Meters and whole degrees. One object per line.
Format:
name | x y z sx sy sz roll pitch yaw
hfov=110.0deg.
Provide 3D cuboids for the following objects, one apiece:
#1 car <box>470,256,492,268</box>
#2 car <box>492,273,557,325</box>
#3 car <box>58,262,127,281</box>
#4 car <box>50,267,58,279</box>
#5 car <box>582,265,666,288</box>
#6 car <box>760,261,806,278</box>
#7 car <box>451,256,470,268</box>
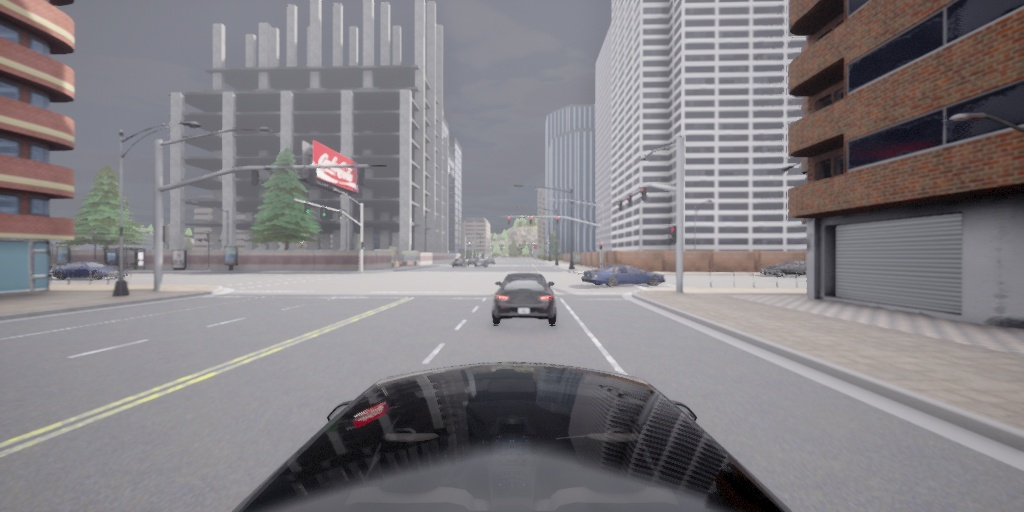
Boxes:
car | -5.018 1.147 58.068 2.128 1.511 4.902 0 0 3
car | 0.404 1.261 11.607 1.812 1.442 4.674 0 0 2
car | -33.541 1.176 28.509 4.674 1.442 1.812 0 0 2
car | -35.177 1.216 25.059 4.181 1.385 1.994 0 0 2
car | 7.298 1.277 23.449 5.357 1.411 2.033 0 0 -15
car | 26.153 1.238 33.802 4.902 1.511 2.128 0 0 2
car | -8.522 1.155 58.007 1.837 1.490 4.892 0 0 3
